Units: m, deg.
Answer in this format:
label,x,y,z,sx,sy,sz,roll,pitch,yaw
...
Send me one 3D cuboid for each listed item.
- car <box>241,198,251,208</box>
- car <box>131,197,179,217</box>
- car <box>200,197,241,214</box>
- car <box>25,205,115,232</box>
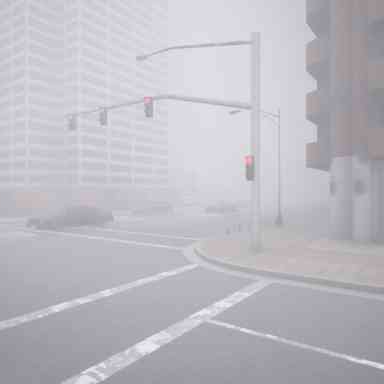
label,x,y,z,sx,sy,sz,roll,pitch,yaw
car,7.571,1.575,47.667,1.994,1.385,4.181,0,0,35
car,-3.712,1.504,31.782,1.837,1.490,4.892,0,0,35
car,3.108,1.563,35.380,1.994,1.385,4.181,0,0,35
car,-7.310,1.547,20.586,2.033,1.411,5.357,0,0,35
